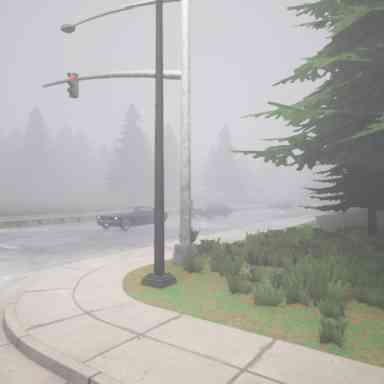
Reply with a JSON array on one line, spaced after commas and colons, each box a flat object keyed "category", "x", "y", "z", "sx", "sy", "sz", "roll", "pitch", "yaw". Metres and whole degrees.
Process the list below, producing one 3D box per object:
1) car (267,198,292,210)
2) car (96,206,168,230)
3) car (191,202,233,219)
[{"category": "car", "x": 11.115, "y": 1.491, "z": 41.860, "sx": 1.812, "sy": 1.442, "sz": 4.674, "roll": 0, "pitch": 0, "yaw": 36}, {"category": "car", "x": -3.648, "y": 1.567, "z": 20.870, "sx": 1.895, "sy": 1.301, "sz": 4.718, "roll": 0, "pitch": 0, "yaw": 35}, {"category": "car", "x": 1.635, "y": 1.567, "z": 28.521, "sx": 1.895, "sy": 1.301, "sz": 4.718, "roll": 0, "pitch": 0, "yaw": 35}]
